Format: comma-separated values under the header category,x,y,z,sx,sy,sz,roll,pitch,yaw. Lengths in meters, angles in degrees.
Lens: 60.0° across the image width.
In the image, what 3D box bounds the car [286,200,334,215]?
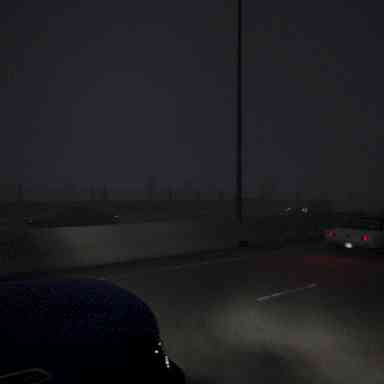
category,x,y,z,sx,sy,sz,roll,pitch,yaw
car,10.095,1.470,28.378,4.553,1.767,2.097,0,0,-35

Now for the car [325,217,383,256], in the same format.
category,x,y,z,sx,sy,sz,roll,pitch,yaw
car,7.521,1.667,13.414,4.718,1.301,1.895,0,0,-35

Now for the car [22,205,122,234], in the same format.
category,x,y,z,sx,sy,sz,roll,pitch,yaw
car,-7.223,1.576,20.337,5.357,1.411,2.033,0,0,-35

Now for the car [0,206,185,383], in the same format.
category,x,y,z,sx,sy,sz,roll,pitch,yaw
car,-2.712,1.216,1.812,5.566,2.045,2.150,0,0,-36
